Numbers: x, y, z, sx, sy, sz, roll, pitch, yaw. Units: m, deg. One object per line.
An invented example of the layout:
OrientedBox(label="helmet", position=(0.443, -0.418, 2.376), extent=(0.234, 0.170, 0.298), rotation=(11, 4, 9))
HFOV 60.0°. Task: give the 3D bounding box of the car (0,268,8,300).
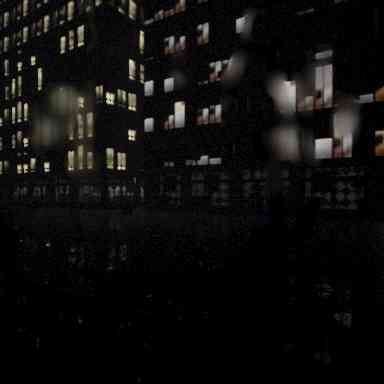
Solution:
OrientedBox(label="car", position=(-5.665, 1.527, 6.893), extent=(4.829, 1.417, 1.752), rotation=(0, 0, 35))
